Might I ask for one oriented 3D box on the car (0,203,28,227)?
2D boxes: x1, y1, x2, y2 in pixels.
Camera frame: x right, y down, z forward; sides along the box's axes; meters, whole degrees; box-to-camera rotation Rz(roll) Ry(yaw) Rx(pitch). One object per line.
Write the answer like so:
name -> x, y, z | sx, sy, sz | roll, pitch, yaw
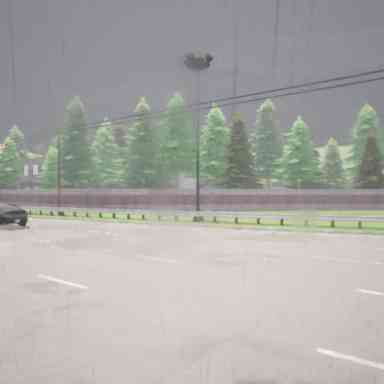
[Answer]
car -> -12.529, 1.490, 21.532 | 4.892, 1.490, 1.837 | 0, 0, 36
